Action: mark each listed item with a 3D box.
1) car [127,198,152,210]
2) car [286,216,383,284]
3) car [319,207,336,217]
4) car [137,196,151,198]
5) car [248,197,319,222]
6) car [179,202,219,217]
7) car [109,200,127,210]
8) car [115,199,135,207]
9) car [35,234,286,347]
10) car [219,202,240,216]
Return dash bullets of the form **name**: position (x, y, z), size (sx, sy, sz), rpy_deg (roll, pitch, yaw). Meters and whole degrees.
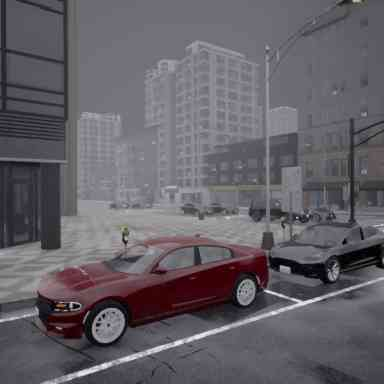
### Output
- **car**: position (-8.342, 2.109, 54.748), size (2.128, 1.511, 4.902), rpy_deg (0, -1, -35)
- **car**: position (4.099, 1.564, 9.576), size (4.313, 1.339, 1.947), rpy_deg (0, 0, -35)
- **car**: position (10.126, 1.791, 28.521), size (1.994, 1.385, 4.181), rpy_deg (0, -1, -36)
- **car**: position (-10.320, 1.928, 68.998), size (2.150, 2.045, 5.566), rpy_deg (0, 0, -35)
- **car**: position (7.073, 1.474, 27.208), size (2.150, 2.045, 5.566), rpy_deg (0, -1, -35)
- **car**: position (0.459, 1.897, 36.565), size (1.837, 1.490, 4.892), rpy_deg (0, 1, -35)
- **car**: position (-11.940, 2.143, 54.229), size (2.128, 1.511, 4.902), rpy_deg (0, -1, -35)
- **car**: position (-13.858, 2.284, 68.377), size (2.033, 1.411, 5.357), rpy_deg (0, 0, -35)
- **car**: position (-0.496, 1.544, 6.299), size (4.507, 1.381, 1.887), rpy_deg (0, 0, -35)
- **car**: position (3.358, 1.880, 38.086), size (1.837, 1.490, 4.892), rpy_deg (0, 0, -35)
